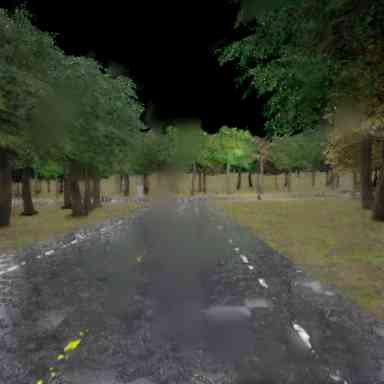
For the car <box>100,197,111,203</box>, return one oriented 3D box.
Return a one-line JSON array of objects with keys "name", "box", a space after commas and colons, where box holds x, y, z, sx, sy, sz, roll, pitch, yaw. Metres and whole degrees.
[{"name": "car", "box": [-21.930, 1.905, 81.035, 4.181, 1.385, 1.994, -1, 3, 0]}]
